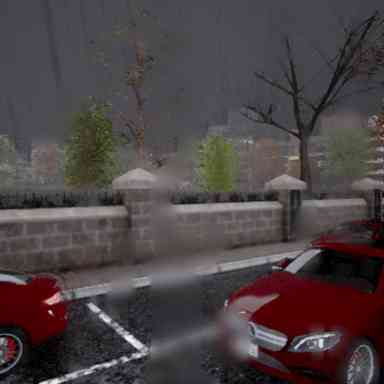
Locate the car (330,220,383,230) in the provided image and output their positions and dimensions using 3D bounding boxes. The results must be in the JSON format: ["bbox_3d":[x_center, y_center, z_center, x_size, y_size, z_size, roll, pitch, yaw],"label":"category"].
[{"bbox_3d":[5.330,1.552,10.360,4.206,1.307,1.802,0,0,-35],"label":"car"}]

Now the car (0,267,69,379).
[{"bbox_3d":[-3.686,1.585,3.935,4.206,1.307,1.802,0,0,-35],"label":"car"}]

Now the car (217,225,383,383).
[{"bbox_3d":[2.530,1.511,5.167,4.674,1.442,1.812,0,0,-36],"label":"car"}]
